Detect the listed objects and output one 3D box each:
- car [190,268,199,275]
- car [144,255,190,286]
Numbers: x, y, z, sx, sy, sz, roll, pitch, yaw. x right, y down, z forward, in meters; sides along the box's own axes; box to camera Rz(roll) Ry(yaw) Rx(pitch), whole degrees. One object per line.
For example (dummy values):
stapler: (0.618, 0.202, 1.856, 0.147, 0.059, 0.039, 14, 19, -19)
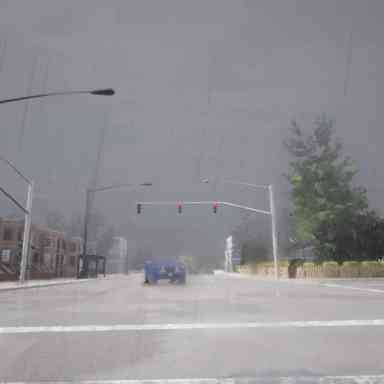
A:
car: (0.361, 14.644, 61.299, 2.033, 1.411, 5.357, -1, -13, 0)
car: (-2.023, 5.392, 23.200, 2.150, 2.045, 5.566, 2, -14, -14)
